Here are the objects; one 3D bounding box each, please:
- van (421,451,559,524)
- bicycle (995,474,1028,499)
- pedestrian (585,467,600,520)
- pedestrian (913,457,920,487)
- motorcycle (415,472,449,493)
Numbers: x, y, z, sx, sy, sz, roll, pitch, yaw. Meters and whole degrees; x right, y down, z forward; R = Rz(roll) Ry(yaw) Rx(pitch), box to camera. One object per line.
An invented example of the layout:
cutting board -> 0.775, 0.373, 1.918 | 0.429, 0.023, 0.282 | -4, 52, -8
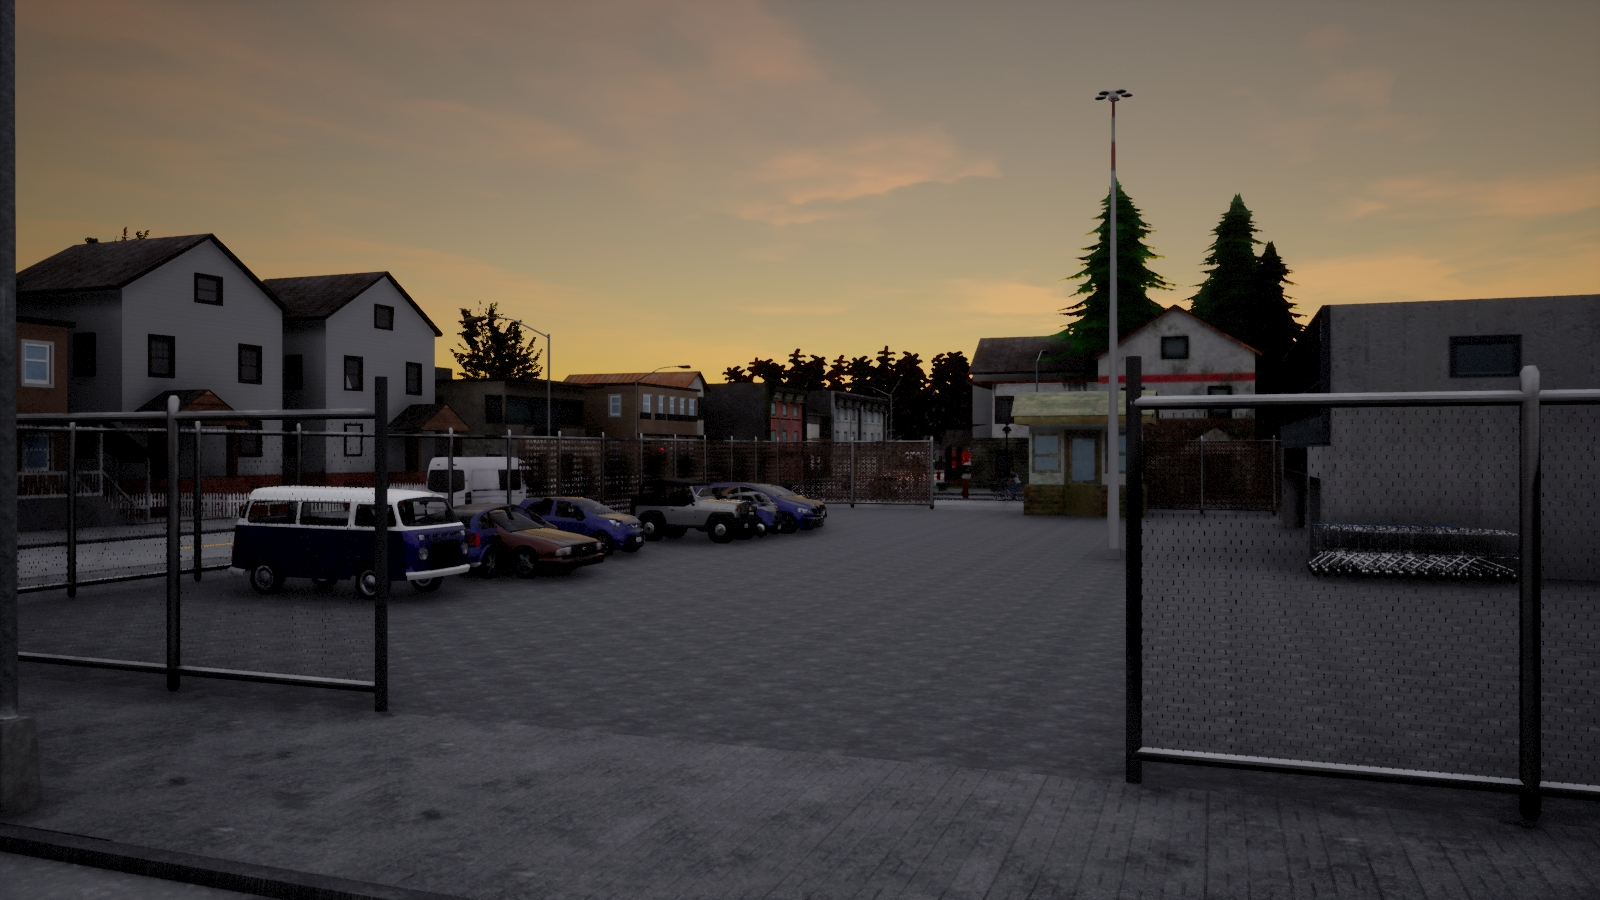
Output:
van -> -11.617, 1.319, 43.358 | 1.988, 2.561, 5.915 | 0, 0, 20
bicycle -> 11.296, 1.938, 61.005 | 1.643, 1.296, 0.373 | -1, 0, 20
pedestrian -> -7.347, 1.529, 40.391 | 0.375, 1.860, 0.375 | 0, 0, 38
pedestrian -> 7.410, 1.403, 72.598 | 0.375, 1.860, 0.375 | 0, 0, -1
motorcycle -> -22.130, 1.969, 68.793 | 1.805, 1.236, 0.856 | 0, 0, 19
